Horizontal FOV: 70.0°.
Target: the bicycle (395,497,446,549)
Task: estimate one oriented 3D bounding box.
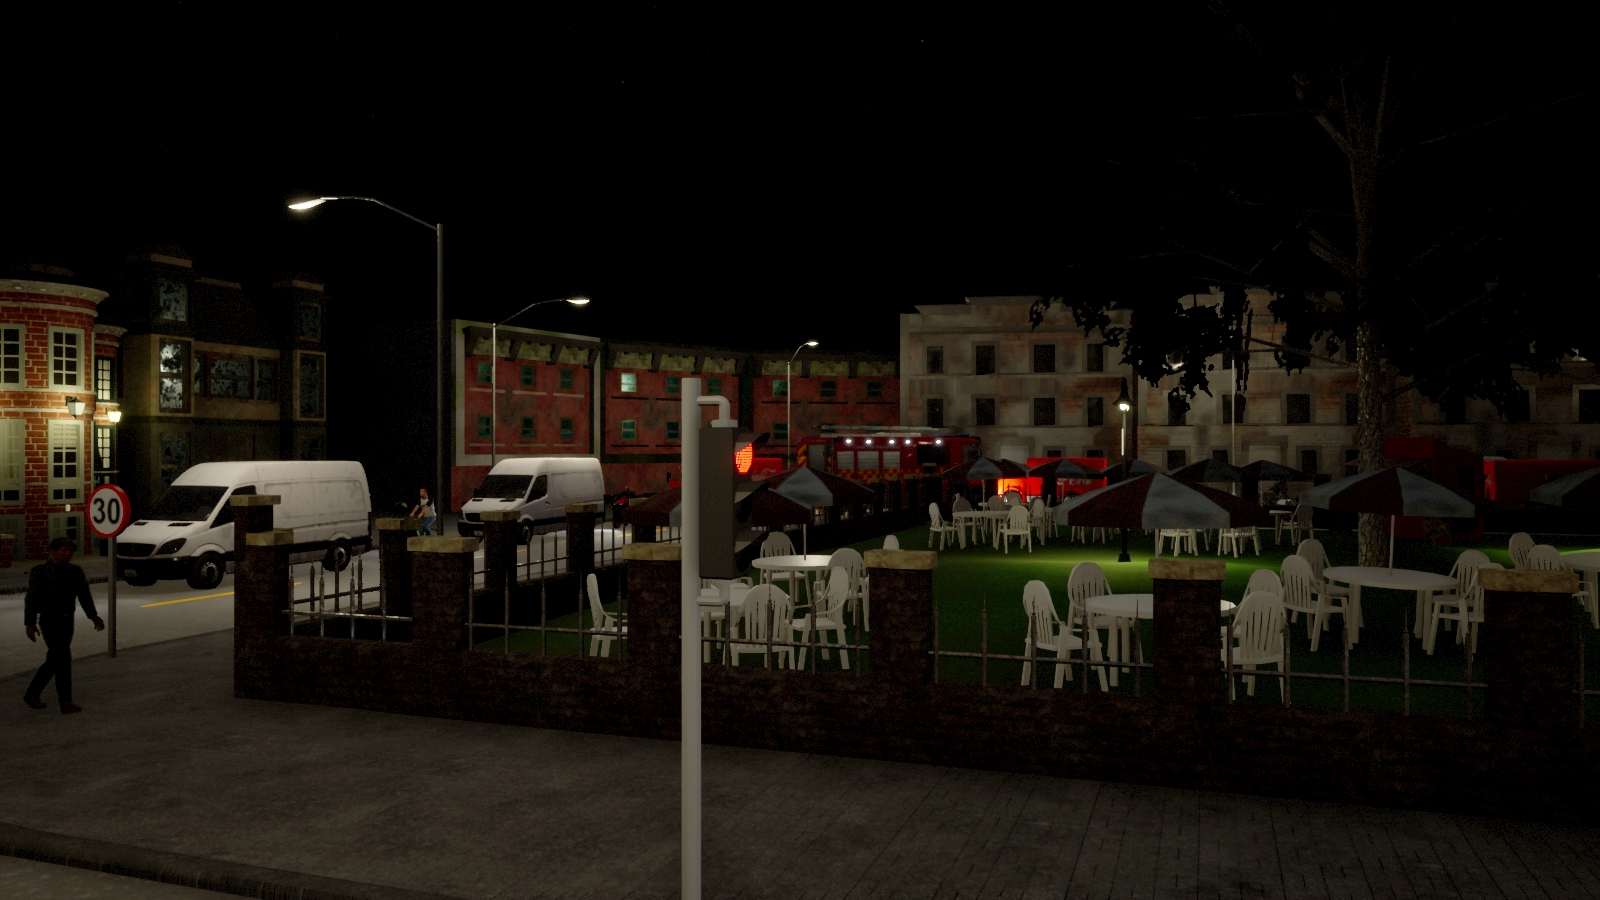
[{"bbox_3d":[-10.162,1.936,30.641,0.373,1.296,1.643,0,0,20],"label":"bicycle"}]

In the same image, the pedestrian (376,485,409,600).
[{"bbox_3d":[-6.758,1.518,18.945,0.375,1.860,0.375,0,0,34],"label":"pedestrian"}]

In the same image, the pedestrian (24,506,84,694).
[{"bbox_3d":[-7.635,1.518,11.696,0.375,1.860,0.375,0,0,25],"label":"pedestrian"}]

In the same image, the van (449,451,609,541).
[{"bbox_3d":[-8.336,1.314,35.864,1.988,2.561,5.915,0,0,20],"label":"van"}]

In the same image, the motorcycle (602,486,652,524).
[{"bbox_3d":[-6.279,1.985,41.598,0.867,1.251,2.209,0,0,20],"label":"motorcycle"}]

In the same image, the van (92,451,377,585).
[{"bbox_3d":[-12.136,1.314,25.135,1.988,2.561,5.915,0,0,20],"label":"van"}]
